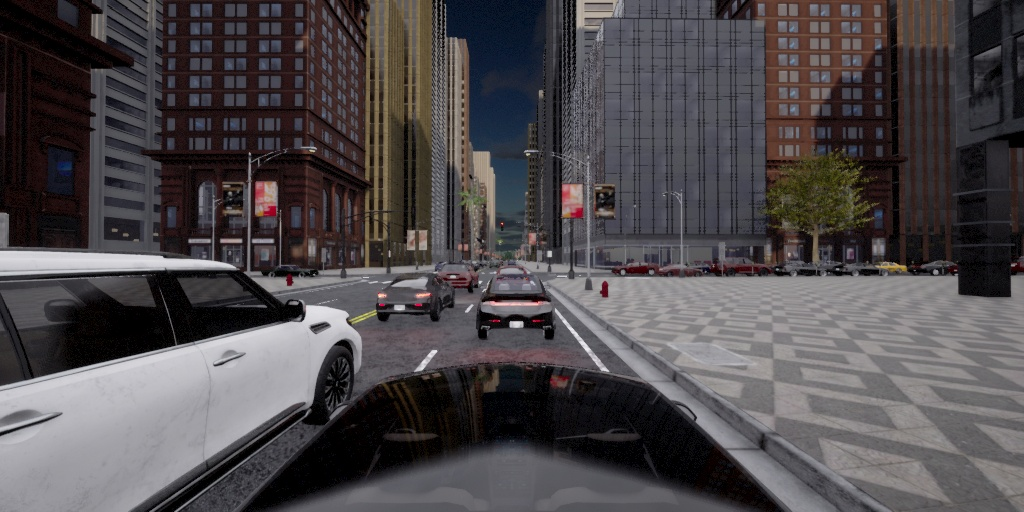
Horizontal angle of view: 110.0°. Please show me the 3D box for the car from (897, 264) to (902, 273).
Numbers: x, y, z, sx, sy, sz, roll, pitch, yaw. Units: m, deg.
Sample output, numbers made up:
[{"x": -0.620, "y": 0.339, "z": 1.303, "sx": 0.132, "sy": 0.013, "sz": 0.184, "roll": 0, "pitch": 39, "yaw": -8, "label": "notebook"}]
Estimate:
[{"x": 43.182, "y": 1.293, "z": 41.900, "sx": 4.829, "sy": 1.417, "sz": 1.751, "roll": 0, "pitch": 0, "yaw": -1, "label": "car"}]

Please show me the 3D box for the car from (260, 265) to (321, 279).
[{"x": -21.477, "y": 1.523, "z": 34.923, "sx": 4.718, "sy": 1.301, "sz": 1.895, "roll": 0, "pitch": -1, "yaw": 0, "label": "car"}]

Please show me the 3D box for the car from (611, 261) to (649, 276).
[{"x": 13.243, "y": 1.297, "z": 38.675, "sx": 5.008, "sy": 1.535, "sz": 1.882, "roll": 0, "pitch": -1, "yaw": -2, "label": "car"}]

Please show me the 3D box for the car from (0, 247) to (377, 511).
[{"x": -3.155, "y": 0.972, "z": 2.587, "sx": 2.150, "sy": 2.045, "sz": 5.566, "roll": 0, "pitch": 0, "yaw": 0, "label": "car"}]

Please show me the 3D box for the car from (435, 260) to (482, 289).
[{"x": -3.162, "y": 1.141, "z": 21.346, "sx": 2.097, "sy": 1.767, "sz": 4.553, "roll": 0, "pitch": 0, "yaw": 0, "label": "car"}]

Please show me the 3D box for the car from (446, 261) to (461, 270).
[{"x": -9.866, "y": 1.557, "z": 60.823, "sx": 1.812, "sy": 1.442, "sz": 4.674, "roll": 0, "pitch": 0, "yaw": 0, "label": "car"}]

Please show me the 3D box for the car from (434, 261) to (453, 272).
[{"x": -9.871, "y": 1.495, "z": 51.901, "sx": 1.812, "sy": 1.442, "sz": 4.674, "roll": 0, "pitch": 0, "yaw": 0, "label": "car"}]

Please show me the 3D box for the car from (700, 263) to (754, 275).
[{"x": 23.160, "y": 1.387, "z": 38.822, "sx": 4.718, "sy": 1.301, "sz": 1.895, "roll": 0, "pitch": -1, "yaw": -1, "label": "car"}]

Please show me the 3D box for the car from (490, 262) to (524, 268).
[{"x": -0.012, "y": 1.260, "z": 19.556, "sx": 1.882, "sy": 1.535, "sz": 5.008, "roll": 0, "pitch": 0, "yaw": 0, "label": "car"}]

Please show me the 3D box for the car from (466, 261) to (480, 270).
[{"x": -6.616, "y": 1.560, "z": 61.278, "sx": 1.812, "sy": 1.442, "sz": 4.674, "roll": 0, "pitch": 0, "yaw": 0, "label": "car"}]

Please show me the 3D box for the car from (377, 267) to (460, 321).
[{"x": -3.157, "y": 1.288, "z": 12.366, "sx": 1.812, "sy": 1.442, "sz": 4.674, "roll": 0, "pitch": 0, "yaw": 0, "label": "car"}]

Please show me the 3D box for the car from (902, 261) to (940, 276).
[{"x": 42.832, "y": 1.204, "z": 35.994, "sx": 4.892, "sy": 1.490, "sz": 1.837, "roll": 0, "pitch": -1, "yaw": -1, "label": "car"}]

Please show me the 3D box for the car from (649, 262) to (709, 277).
[{"x": 15.296, "y": 1.326, "z": 32.922, "sx": 4.207, "sy": 1.307, "sz": 1.802, "roll": 0, "pitch": 0, "yaw": -1, "label": "car"}]

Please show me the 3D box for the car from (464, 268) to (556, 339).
[{"x": 0.093, "y": 1.248, "z": 10.056, "sx": 2.128, "sy": 1.511, "sz": 4.902, "roll": 0, "pitch": 0, "yaw": 0, "label": "car"}]

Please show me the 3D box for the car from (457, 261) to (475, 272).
[{"x": -6.630, "y": 1.462, "z": 52.178, "sx": 2.128, "sy": 1.511, "sz": 4.902, "roll": 0, "pitch": 0, "yaw": 0, "label": "car"}]

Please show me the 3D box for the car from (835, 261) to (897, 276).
[{"x": 32.208, "y": 1.258, "z": 33.196, "sx": 4.313, "sy": 1.339, "sz": 1.948, "roll": 0, "pitch": 0, "yaw": -1, "label": "car"}]

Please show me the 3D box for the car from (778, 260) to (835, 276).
[{"x": 26.571, "y": 1.274, "z": 33.105, "sx": 4.313, "sy": 1.339, "sz": 1.948, "roll": 0, "pitch": 0, "yaw": -1, "label": "car"}]

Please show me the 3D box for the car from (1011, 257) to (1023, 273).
[{"x": 49.123, "y": 0.970, "z": 33.470, "sx": 5.009, "sy": 1.841, "sz": 2.192, "roll": 0, "pitch": 0, "yaw": -1, "label": "car"}]

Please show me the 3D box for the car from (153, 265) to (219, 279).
[{"x": -31.642, "y": 1.570, "z": 34.926, "sx": 4.718, "sy": 1.301, "sz": 1.895, "roll": 0, "pitch": -1, "yaw": 0, "label": "car"}]

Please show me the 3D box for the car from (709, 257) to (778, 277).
[{"x": 20.934, "y": 1.039, "z": 33.014, "sx": 5.009, "sy": 1.841, "sz": 2.192, "roll": 0, "pitch": 0, "yaw": -1, "label": "car"}]

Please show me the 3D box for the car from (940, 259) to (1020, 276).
[{"x": 43.484, "y": 1.211, "z": 33.379, "sx": 4.507, "sy": 1.381, "sz": 1.888, "roll": 0, "pitch": 0, "yaw": -1, "label": "car"}]

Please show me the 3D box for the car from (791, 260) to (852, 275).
[{"x": 33.570, "y": 1.249, "z": 38.984, "sx": 4.902, "sy": 1.511, "sz": 2.128, "roll": 0, "pitch": -1, "yaw": -1, "label": "car"}]
